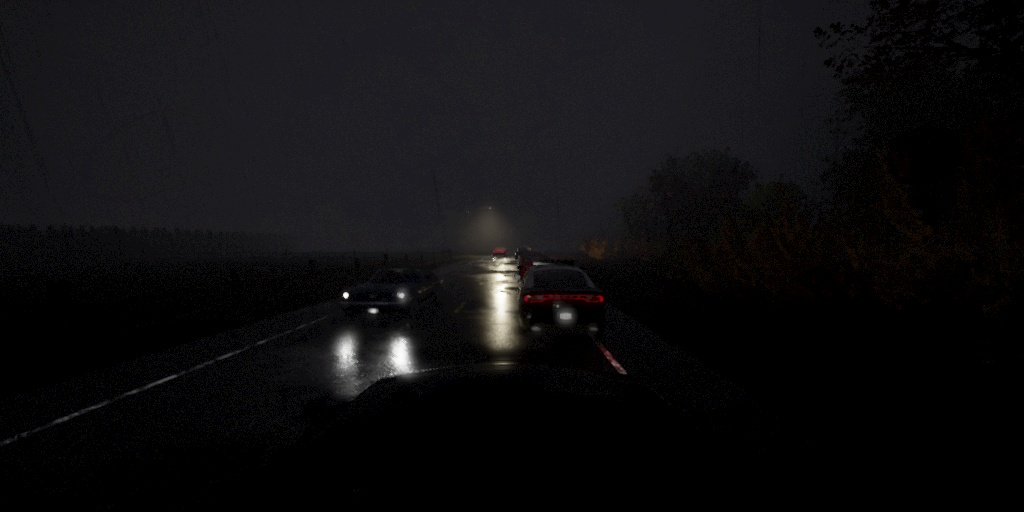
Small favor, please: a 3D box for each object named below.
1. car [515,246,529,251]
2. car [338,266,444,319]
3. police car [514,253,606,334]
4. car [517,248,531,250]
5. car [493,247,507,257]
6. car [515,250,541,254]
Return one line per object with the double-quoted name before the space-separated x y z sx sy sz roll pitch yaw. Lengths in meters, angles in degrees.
"car" 1.442 -0.383 48.992 1.837 1.490 4.892 0 2 4
"car" -3.512 1.019 11.335 1.895 1.301 4.718 0 2 1
"police car" 1.101 0.901 9.690 1.930 1.638 5.238 0 2 1
"car" 1.430 0.407 25.516 1.882 1.535 5.008 0 2 2
"car" -1.781 -0.622 54.971 1.882 1.535 5.008 0 2 4
"car" 1.271 0.614 19.542 1.882 1.535 5.008 0 2 1
